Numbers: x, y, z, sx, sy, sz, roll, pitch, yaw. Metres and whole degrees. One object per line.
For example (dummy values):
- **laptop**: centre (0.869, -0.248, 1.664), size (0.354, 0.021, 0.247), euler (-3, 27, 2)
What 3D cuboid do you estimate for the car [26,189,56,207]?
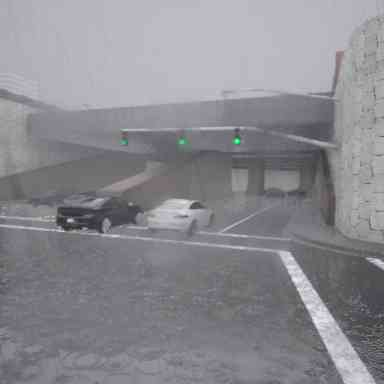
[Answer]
- **car**: centre (-10.945, 0.432, 27.403), size (2.033, 1.411, 5.357), euler (2, 2, 20)

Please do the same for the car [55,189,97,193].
- **car**: centre (-7.888, 0.533, 25.570), size (1.812, 1.442, 4.674), euler (2, 2, 20)

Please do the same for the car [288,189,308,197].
- **car**: centre (18.897, 0.131, 59.352), size (4.181, 1.385, 1.994), euler (0, 2, -41)

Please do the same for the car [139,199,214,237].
- **car**: centre (-0.351, 1.025, 14.779), size (1.812, 1.442, 4.674), euler (2, 2, 18)

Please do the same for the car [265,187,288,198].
- **car**: centre (13.045, 0.243, 51.439), size (1.994, 1.385, 4.181), euler (2, 2, 27)

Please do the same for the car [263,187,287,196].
- **car**: centre (15.154, -0.045, 60.502), size (4.892, 1.490, 1.837), euler (0, 2, -45)

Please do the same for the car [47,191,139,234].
- **car**: centre (-3.943, 0.888, 15.130), size (1.882, 1.535, 5.008), euler (1, 2, 17)
